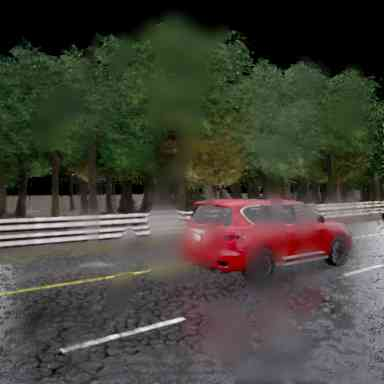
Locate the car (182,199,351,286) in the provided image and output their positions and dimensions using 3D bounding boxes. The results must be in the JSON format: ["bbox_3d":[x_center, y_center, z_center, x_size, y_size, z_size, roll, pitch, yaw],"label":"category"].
[{"bbox_3d":[2.326,1.213,9.689,5.566,2.045,2.150,0,0,-35],"label":"car"}]
